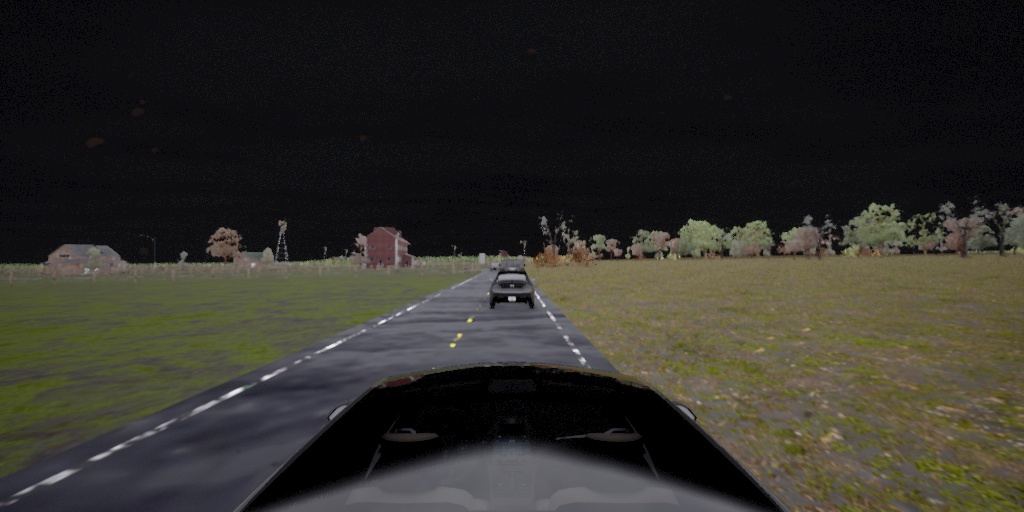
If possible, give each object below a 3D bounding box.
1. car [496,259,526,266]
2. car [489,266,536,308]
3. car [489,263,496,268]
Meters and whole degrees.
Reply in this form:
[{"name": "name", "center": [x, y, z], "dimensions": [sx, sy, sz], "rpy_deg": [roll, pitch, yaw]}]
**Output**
[{"name": "car", "center": [0.015, 1.257, 30.834], "dimensions": [2.150, 2.045, 5.566], "rpy_deg": [0, 0, 0]}, {"name": "car", "center": [0.010, 1.400, 16.129], "dimensions": [1.837, 1.490, 4.892], "rpy_deg": [0, 0, 0]}, {"name": "car", "center": [-2.727, 1.853, 60.166], "dimensions": [1.837, 1.490, 4.892], "rpy_deg": [0, -1, 0]}]
